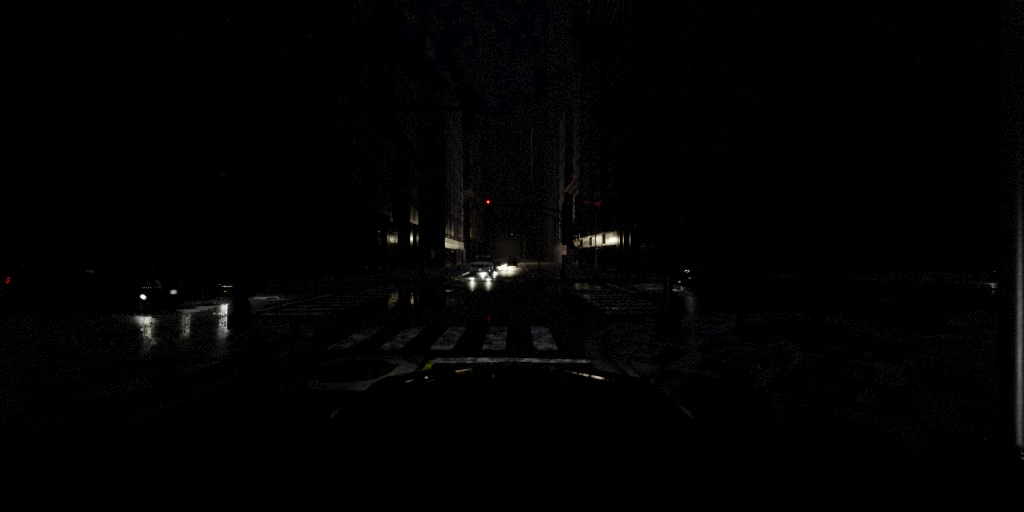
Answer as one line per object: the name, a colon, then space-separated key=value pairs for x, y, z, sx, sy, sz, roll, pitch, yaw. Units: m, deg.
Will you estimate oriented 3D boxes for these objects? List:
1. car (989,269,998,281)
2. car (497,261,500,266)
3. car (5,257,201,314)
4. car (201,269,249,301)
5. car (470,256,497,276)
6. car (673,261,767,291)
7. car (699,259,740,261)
car: x=35.102 y=1.106 z=23.774 sx=4.718 sy=1.301 sz=1.895 roll=0 pitch=0 yaw=0
car: x=-3.050 y=1.358 z=48.477 sx=1.895 sy=1.301 sz=4.718 roll=0 pitch=0 yaw=0
car: x=-15.975 y=1.062 z=13.997 sx=5.566 sy=2.045 sz=2.150 roll=0 pitch=0 yaw=0
car: x=-15.405 y=1.334 z=17.246 sx=4.892 sy=1.490 sz=1.837 roll=0 pitch=0 yaw=0
car: x=-3.071 y=0.975 z=37.304 sx=2.150 sy=2.045 sz=5.566 roll=0 pitch=0 yaw=0
car: x=11.990 y=1.186 z=20.607 sx=4.674 sy=1.442 sz=1.812 roll=-1 pitch=0 yaw=1
car: x=13.095 y=0.997 z=23.855 sx=4.553 sy=1.767 sz=2.097 roll=0 pitch=0 yaw=0
